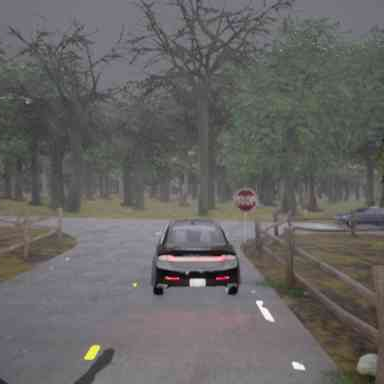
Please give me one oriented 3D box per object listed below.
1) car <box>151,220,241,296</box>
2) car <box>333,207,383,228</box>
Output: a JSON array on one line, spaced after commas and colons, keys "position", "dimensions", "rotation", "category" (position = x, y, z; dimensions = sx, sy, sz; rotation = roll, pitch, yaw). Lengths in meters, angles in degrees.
[{"position": [0.030, 1.469, 8.615], "dimensions": [2.128, 1.511, 4.902], "rotation": [0, 0, -2], "category": "car"}, {"position": [12.641, 1.797, 24.020], "dimensions": [4.674, 1.442, 1.812], "rotation": [1, 0, -2], "category": "car"}]
